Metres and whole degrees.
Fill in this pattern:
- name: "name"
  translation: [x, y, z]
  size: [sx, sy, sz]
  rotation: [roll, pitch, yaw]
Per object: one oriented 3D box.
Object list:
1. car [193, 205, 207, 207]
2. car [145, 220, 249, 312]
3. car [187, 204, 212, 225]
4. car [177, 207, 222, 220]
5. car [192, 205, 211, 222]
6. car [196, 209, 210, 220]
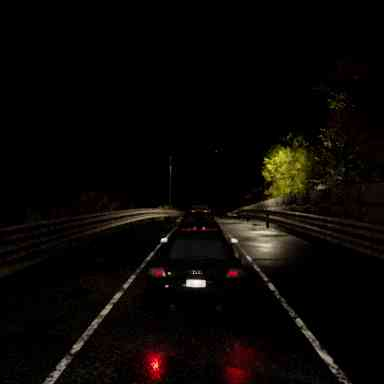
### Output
- name: "car"
  translation: [0.509, 1.846, 23.079]
  size: [2.128, 1.511, 4.902]
  rotation: [0, -2, 1]
- name: "car"
  translation: [0.161, 1.582, 7.818]
  size: [1.994, 1.385, 4.181]
  rotation: [0, 0, 3]
- name: "car"
  translation: [0.738, 2.030, 30.609]
  size: [2.097, 1.767, 4.553]
  rotation: [0, -3, 2]
- name: "car"
  translation: [0.321, 1.629, 14.918]
  size: [1.837, 1.490, 4.892]
  rotation: [0, -1, 1]
- name: "car"
  translation: [1.115, 2.459, 38.102]
  size: [2.097, 1.767, 4.553]
  rotation: [0, -4, 3]
- name: "car"
  translation: [1.600, 3.179, 46.937]
  size: [1.882, 1.535, 5.008]
  rotation: [0, -4, 4]
